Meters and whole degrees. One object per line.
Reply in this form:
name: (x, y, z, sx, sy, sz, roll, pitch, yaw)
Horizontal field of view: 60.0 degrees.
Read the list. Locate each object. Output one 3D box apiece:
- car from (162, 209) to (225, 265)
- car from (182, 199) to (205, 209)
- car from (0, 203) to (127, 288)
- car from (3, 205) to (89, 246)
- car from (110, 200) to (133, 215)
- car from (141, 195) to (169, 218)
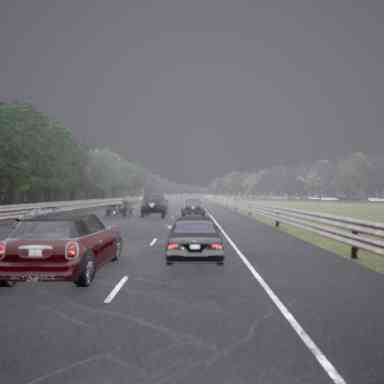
car: (0.091, 1.561, 11.669, 2.033, 1.411, 5.357, 0, 0, 0)
car: (0.105, 1.398, 31.612, 2.097, 1.767, 4.553, 0, 0, 0)
car: (-3.424, 1.362, 9.426, 2.097, 1.767, 4.553, 0, 0, 0)
car: (-6.902, 1.512, 16.445, 2.128, 1.511, 4.902, 0, 0, 0)
car: (-6.893, 1.546, 31.976, 1.837, 1.490, 4.892, 0, 0, 0)
car: (-3.398, 1.264, 30.968, 2.150, 2.045, 5.566, 0, 0, 0)
